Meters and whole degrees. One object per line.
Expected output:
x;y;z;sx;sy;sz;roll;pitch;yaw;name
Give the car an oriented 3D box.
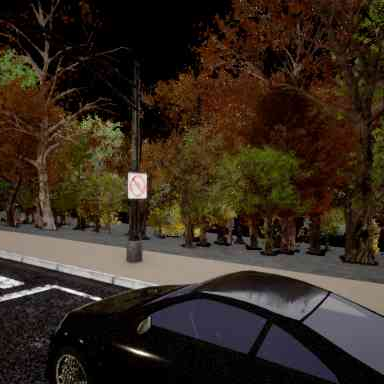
0.374;1.564;3.420;4.181;1.385;1.994;0;0;36;car
